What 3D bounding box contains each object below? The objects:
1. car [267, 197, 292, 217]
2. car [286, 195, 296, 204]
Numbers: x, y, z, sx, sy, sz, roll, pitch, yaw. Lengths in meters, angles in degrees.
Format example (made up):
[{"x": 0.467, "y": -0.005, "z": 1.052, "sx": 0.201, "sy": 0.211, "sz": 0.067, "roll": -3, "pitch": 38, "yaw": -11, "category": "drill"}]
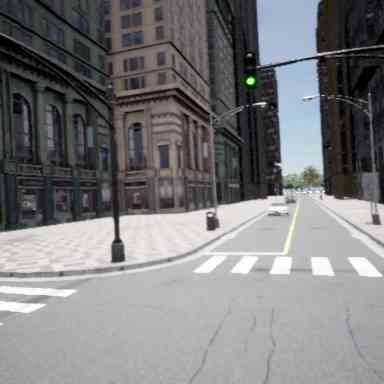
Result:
[{"x": 8.358, "y": 1.621, "z": 32.134, "sx": 1.812, "sy": 1.442, "sz": 4.674, "roll": -3, "pitch": 0, "yaw": 18, "category": "car"}, {"x": 18.846, "y": 1.335, "z": 64.068, "sx": 2.097, "sy": 1.767, "sz": 4.553, "roll": -3, "pitch": -1, "yaw": 18, "category": "car"}]
